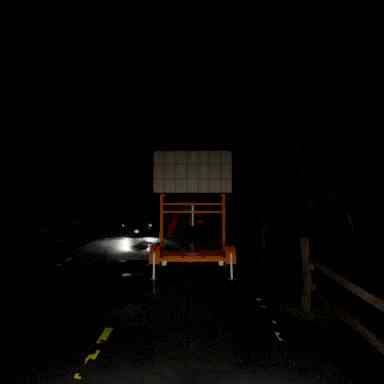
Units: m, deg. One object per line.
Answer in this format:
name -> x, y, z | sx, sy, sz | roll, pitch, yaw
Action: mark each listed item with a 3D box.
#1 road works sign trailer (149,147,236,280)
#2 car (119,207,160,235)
road works sign trailer -> 0.021, 0.463, 9.901 | 2.380, 3.560, 2.880 | 0, 0, 0
car -> -2.708, 1.545, 18.926 | 2.033, 1.411, 5.357 | 0, 0, 0
